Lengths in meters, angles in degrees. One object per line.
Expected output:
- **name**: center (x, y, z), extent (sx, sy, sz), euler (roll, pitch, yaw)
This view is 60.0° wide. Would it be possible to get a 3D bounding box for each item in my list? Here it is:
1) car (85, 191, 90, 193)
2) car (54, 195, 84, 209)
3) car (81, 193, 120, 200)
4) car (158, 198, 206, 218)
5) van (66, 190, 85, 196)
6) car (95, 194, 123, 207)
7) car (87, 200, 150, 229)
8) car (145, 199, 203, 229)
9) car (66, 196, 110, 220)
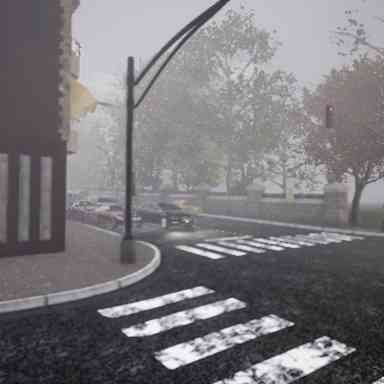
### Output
- **car**: center (-13.935, 0.979, 46.996), extent (1.947, 1.339, 4.313), euler (2, 0, -36)
- **car**: center (-13.582, 1.071, 36.654), extent (1.895, 1.301, 4.718), euler (1, 0, -36)
- **car**: center (-7.648, 1.156, 28.481), extent (1.837, 1.490, 4.892), euler (1, 0, -36)
- **car**: center (-1.013, 1.332, 29.216), extent (1.752, 1.417, 4.829), euler (2, 0, -36)
- **van**: center (-10.941, 0.913, 28.637), extent (1.690, 1.788, 3.998), euler (2, 0, -36)
- **car**: center (-10.679, 1.063, 42.516), extent (2.008, 1.369, 4.403), euler (2, 0, -36)
- **car**: center (-4.440, 1.353, 19.677), extent (1.802, 1.307, 4.206), euler (2, 0, -36)
- **car**: center (-1.774, 1.337, 20.349), extent (1.837, 1.490, 4.892), euler (1, 0, -39)
- **car**: center (-7.695, 1.253, 24.155), extent (1.802, 1.307, 4.206), euler (2, 0, -36)
